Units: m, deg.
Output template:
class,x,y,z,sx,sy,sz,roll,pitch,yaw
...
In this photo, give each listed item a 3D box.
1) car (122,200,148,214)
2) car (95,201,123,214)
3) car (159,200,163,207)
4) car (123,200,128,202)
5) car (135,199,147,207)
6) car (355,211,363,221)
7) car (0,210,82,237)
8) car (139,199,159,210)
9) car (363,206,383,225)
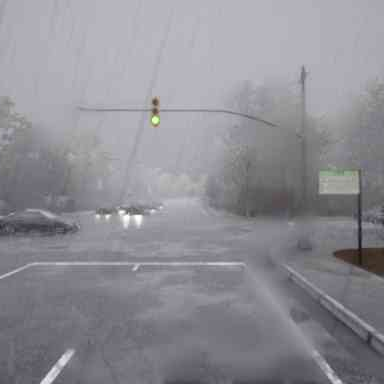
class,x,y,z,sx,sy,sz,roll,pitch,yaw
car,-7.142,2.085,41.919,1.895,1.301,4.718,0,-1,0
car,-10.644,2.034,42.090,2.033,1.411,5.357,0,-1,0
car,-7.072,2.350,69.083,1.994,1.385,4.181,0,-1,0
car,-10.642,2.118,54.230,2.128,1.511,4.902,0,-1,0
car,-10.572,2.299,69.276,1.837,1.490,4.892,0,-1,0
car,16.287,1.892,28.468,4.181,1.385,1.994,0,-1,3
car,-8.784,1.752,19.245,4.674,1.442,1.812,0,-1,3
car,-7.143,1.979,54.245,2.097,1.767,4.553,0,-1,0
car,15.841,1.814,24.988,4.674,1.442,1.812,0,-1,3
